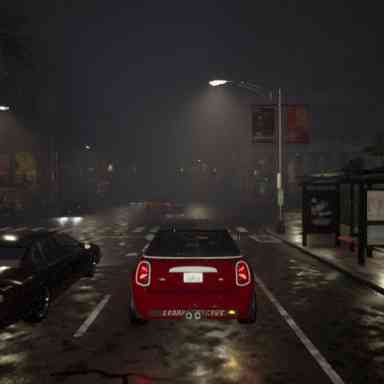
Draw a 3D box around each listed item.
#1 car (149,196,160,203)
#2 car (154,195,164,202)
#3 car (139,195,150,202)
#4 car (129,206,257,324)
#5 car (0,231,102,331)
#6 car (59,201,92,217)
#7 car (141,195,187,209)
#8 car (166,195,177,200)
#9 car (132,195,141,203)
[{"bbox_3d":[-7.746,1.614,69.620,1.895,1.301,4.718,0,0,-1],"label":"car"},{"bbox_3d":[-7.862,1.499,80.087,1.882,1.535,5.008,0,0,-1],"label":"car"},{"bbox_3d":[-11.351,1.546,79.580,2.128,1.511,4.902,0,0,-1],"label":"car"},{"bbox_3d":[0.007,1.354,7.318,2.097,1.767,4.553,0,0,0],"label":"car"},{"bbox_3d":[-3.493,1.549,7.112,2.033,1.411,5.357,0,0,0],"label":"car"},{"bbox_3d":[-10.926,1.572,31.496,1.994,1.385,4.181,0,0,-1],"label":"car"},{"bbox_3d":[-3.047,1.361,35.513,2.097,1.767,4.553,0,0,-42],"label":"car"},{"bbox_3d":[-5.860,1.549,95.083,1.812,1.442,4.674,0,0,15],"label":"car"},{"bbox_3d":[-11.244,1.374,69.373,2.097,1.767,4.553,0,0,-1],"label":"car"}]
